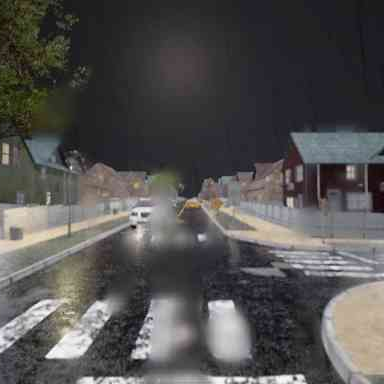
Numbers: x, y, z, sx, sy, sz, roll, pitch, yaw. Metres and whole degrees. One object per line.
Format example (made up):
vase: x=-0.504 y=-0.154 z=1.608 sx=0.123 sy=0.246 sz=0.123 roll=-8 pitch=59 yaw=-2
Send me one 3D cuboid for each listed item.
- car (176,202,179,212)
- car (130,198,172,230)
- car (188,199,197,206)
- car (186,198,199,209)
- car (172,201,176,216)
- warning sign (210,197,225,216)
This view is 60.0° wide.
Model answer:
car: x=-2.873 y=1.980 z=47.081 sx=2.033 sy=1.411 sz=5.357 roll=0 pitch=0 yaw=0
car: x=-2.868 y=1.428 z=23.349 sx=2.150 sy=2.045 sz=5.566 roll=0 pitch=-1 yaw=0
car: x=0.039 y=2.169 z=68.946 sx=1.837 sy=1.490 sz=4.892 roll=0 pitch=-1 yaw=0
car: x=0.056 y=1.977 z=53.445 sx=1.882 sy=1.535 sz=5.008 roll=0 pitch=-1 yaw=0
car: x=-2.877 y=1.803 z=33.442 sx=1.837 sy=1.490 sz=4.892 roll=0 pitch=0 yaw=0
warning sign: x=2.465 y=1.405 z=32.256 sx=1.300 sy=1.860 sz=1.060 roll=-2 pitch=-2 yaw=0
